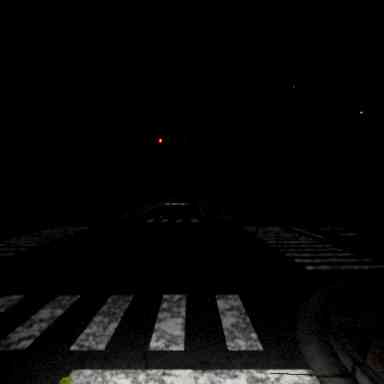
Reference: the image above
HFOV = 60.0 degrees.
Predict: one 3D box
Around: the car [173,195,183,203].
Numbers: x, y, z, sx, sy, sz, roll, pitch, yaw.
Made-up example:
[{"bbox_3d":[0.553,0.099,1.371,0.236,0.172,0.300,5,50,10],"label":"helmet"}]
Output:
[{"bbox_3d":[-2.873,1.466,69.504,2.097,1.767,4.553,0,0,0],"label":"car"}]
